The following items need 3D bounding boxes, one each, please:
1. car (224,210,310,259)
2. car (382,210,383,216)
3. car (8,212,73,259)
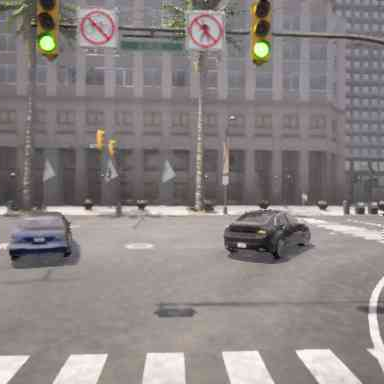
[{"bbox_3d":[2.980,1.450,12.630,1.837,1.490,4.892,-2,-1,35],"label":"car"},{"bbox_3d":[16.892,1.562,24.812,4.718,1.301,1.895,0,0,-3],"label":"car"},{"bbox_3d":[-5.435,1.443,12.191,2.033,1.411,5.357,0,0,-21],"label":"car"}]
